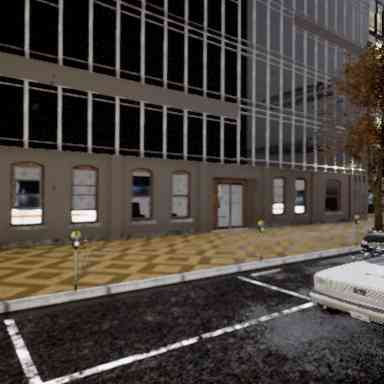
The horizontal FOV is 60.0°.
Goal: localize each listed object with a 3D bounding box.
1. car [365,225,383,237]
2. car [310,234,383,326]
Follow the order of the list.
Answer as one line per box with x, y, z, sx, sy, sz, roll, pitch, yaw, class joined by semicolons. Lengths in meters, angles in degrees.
7.895;1.692;12.182;4.403;1.369;2.008;1;0;-35;car
4.445;1.678;6.544;4.718;1.301;1.895;1;0;-35;car
